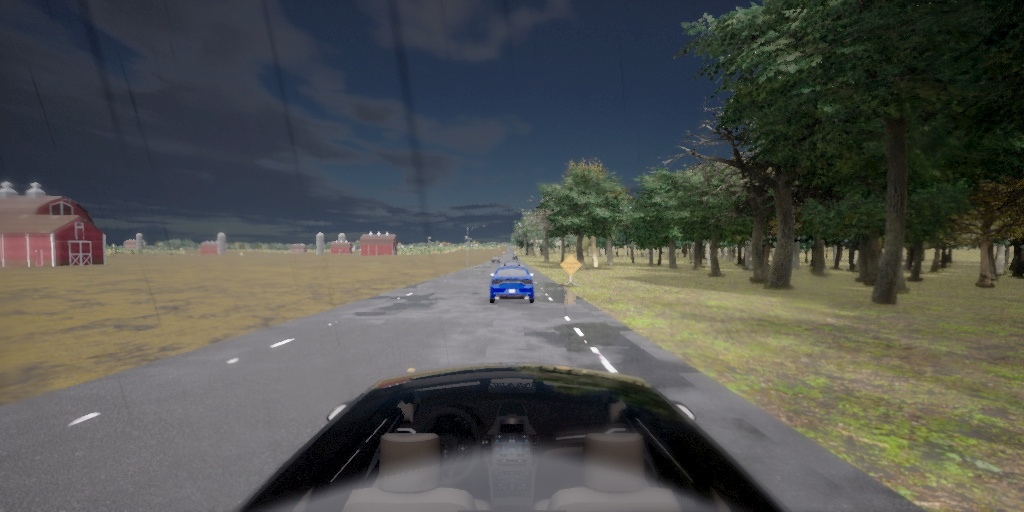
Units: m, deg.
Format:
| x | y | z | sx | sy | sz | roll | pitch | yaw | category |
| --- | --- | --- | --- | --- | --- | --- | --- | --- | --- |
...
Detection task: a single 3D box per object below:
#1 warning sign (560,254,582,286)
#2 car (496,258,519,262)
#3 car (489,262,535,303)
| x | y | z | sx | sy | sz | roll | pitch | yaw | category |
| --- | --- | --- | --- | --- | --- | --- | --- | --- | --- |
| 3.550 | 0.824 | 21.851 | 1.300 | 1.860 | 1.060 | 0 | 0 | 0 | warning sign |
| 0.001 | 1.174 | 31.508 | 2.128 | 1.511 | 4.902 | 0 | 0 | 0 | car |
| 0.000 | 1.208 | 16.504 | 1.882 | 1.535 | 5.008 | 0 | 0 | 0 | car |
